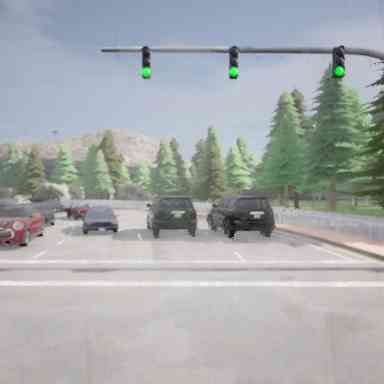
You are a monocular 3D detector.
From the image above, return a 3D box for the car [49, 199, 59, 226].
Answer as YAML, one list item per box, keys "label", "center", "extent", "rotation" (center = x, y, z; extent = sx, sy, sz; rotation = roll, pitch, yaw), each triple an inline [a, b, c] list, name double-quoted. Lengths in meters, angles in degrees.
- label: "car"
  center: [-10.640, 1.513, 23.159]
  extent: [1.837, 1.490, 4.892]
  rotation: [0, 0, -26]

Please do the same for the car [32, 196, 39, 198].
- label: "car"
  center: [-24.064, 1.590, 46.281]
  extent: [4.674, 1.442, 1.812]
  rotation: [0, 0, 26]

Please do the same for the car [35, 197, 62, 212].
- label: "car"
  center: [-15.287, 1.599, 36.205]
  extent: [4.181, 1.385, 1.994]
  rotation: [0, 0, 45]

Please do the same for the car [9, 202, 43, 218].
- label: "car"
  center: [-15.548, 1.629, 31.014]
  extent: [1.895, 1.301, 4.718]
  rotation: [0, 0, -40]

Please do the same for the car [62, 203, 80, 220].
- label: "car"
  center: [-9.371, 1.615, 28.319]
  extent: [1.895, 1.301, 4.718]
  rotation: [0, 0, -31]

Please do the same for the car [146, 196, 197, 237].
- label: "car"
  center: [-1.224, 1.207, 18.212]
  extent: [2.150, 2.045, 5.566]
  rotation: [0, 0, -12]

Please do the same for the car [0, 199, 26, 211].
- label: "car"
  center: [-23.251, 1.583, 42.153]
  extent: [4.674, 1.442, 1.812]
  rotation: [0, 0, 31]

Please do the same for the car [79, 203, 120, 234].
- label: "car"
  center: [-5.425, 1.542, 19.578]
  extent: [2.033, 1.411, 5.357]
  rotation: [0, 0, -18]

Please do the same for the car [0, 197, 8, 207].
- label: "car"
  center: [-32.176, 1.565, 53.030]
  extent: [5.008, 1.535, 1.882]
  rotation: [0, 0, 9]

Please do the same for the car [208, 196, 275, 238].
- label: "car"
  center: [2.431, 1.201, 17.633]
  extent: [2.150, 2.045, 5.566]
  rotation: [0, 0, -11]

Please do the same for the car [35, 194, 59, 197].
- label: "car"
  center: [-22.234, 1.288, 49.523]
  extent: [5.566, 2.045, 2.150]
  rotation: [0, 0, 23]

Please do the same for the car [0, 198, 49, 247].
- label: "car"
  center: [-8.027, 1.343, 14.750]
  extent: [2.097, 1.767, 4.553]
  rotation: [0, 0, -13]
